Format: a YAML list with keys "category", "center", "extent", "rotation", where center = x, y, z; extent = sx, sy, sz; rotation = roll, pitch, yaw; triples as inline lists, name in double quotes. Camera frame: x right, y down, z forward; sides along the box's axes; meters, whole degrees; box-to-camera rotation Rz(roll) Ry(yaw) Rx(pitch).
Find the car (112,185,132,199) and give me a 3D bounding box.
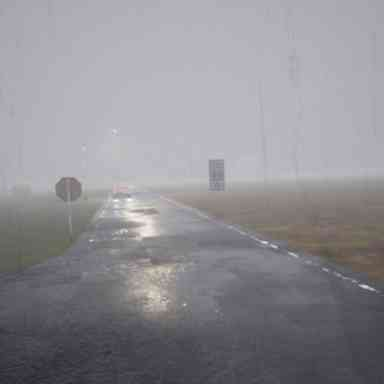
- category: "car"
  center: [-8.050, -0.034, 37.981]
  extent: [1.812, 1.442, 4.674]
  rotation: [-3, 3, -12]
